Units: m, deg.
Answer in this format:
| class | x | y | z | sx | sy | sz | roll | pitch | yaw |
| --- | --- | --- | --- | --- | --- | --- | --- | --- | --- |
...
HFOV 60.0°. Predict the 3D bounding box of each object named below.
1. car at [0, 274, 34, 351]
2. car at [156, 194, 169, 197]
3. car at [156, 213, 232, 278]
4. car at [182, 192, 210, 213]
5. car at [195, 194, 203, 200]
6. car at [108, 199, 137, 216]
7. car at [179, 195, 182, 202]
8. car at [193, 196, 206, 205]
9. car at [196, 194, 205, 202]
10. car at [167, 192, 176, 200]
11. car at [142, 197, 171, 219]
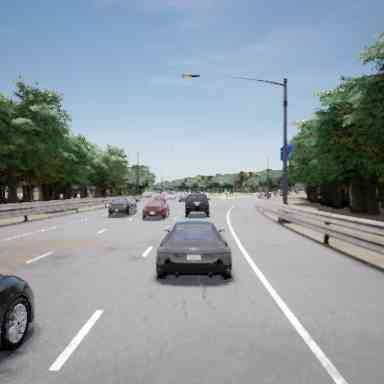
| class | x | y | z | sx | sy | sz | roll | pitch | yaw |
| --- | --- | --- | --- | --- | --- | --- | --- | --- | --- |
| car | -3.407 | 1.499 | 3.298 | 1.837 | 1.490 | 4.892 | 0 | 0 | 0 |
| car | -5.597 | 1.371 | 56.570 | 1.994 | 1.385 | 4.181 | 0 | 0 | 2 |
| car | 0.068 | 1.551 | 10.069 | 1.994 | 1.385 | 4.181 | 0 | 0 | 1 |
| car | 0.512 | 1.142 | 31.114 | 2.150 | 2.045 | 5.566 | 0 | 0 | 2 |
| car | 1.887 | 1.265 | 90.589 | 1.837 | 1.490 | 4.892 | 0 | 0 | 0 |
| car | -6.413 | 1.405 | 31.134 | 2.128 | 1.511 | 4.902 | 0 | 0 | 2 |
| car | -1.722 | 1.317 | 70.626 | 2.033 | 1.411 | 5.357 | 0 | 0 | 1 |
| car | 1.300 | 1.381 | 56.433 | 1.994 | 1.385 | 4.181 | 0 | 0 | 2 |
| car | 1.704 | 1.277 | 70.760 | 1.837 | 1.490 | 4.892 | 0 | 0 | 1 |
| car | -5.125 | 0.984 | 83.051 | 2.150 | 2.045 | 5.566 | 0 | 0 | 0 |
| car | -3.001 | 1.455 | 28.088 | 1.812 | 1.442 | 4.674 | 0 | 0 | 2 |
